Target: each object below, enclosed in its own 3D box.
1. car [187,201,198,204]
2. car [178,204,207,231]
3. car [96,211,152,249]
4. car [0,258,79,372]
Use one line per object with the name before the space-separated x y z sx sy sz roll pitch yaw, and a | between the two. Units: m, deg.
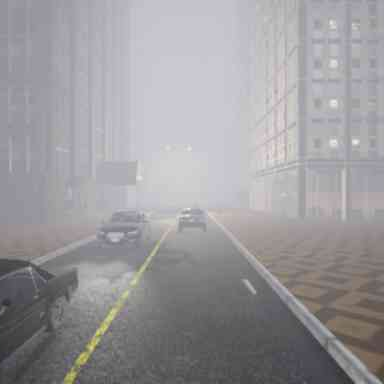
car | 0.054 2.000 45.149 2.128 1.511 4.902 0 -1 0
car | 0.036 1.795 22.584 2.033 1.411 5.357 0 -1 0
car | -3.038 1.662 15.644 2.128 1.511 4.902 0 -1 0
car | -3.097 1.647 4.176 1.895 1.301 4.718 0 -1 0
